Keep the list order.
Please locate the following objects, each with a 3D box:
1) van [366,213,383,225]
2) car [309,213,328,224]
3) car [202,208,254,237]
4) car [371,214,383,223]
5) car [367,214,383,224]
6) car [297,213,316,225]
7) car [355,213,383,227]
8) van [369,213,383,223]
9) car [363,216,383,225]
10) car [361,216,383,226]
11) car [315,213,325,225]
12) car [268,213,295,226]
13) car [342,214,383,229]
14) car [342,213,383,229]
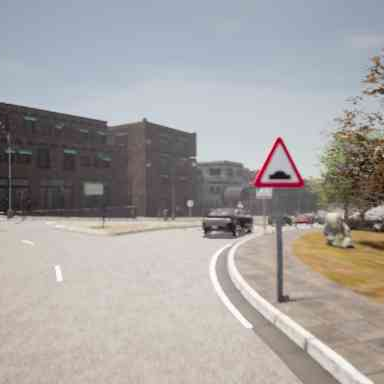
[{"bbox_3d":[33.479,4.743,58.886,4.442,1.987,1.878,-1,-4,33],"label":"van"},{"bbox_3d":[21.829,4.482,57.213,2.097,1.767,4.553,-1,-4,33],"label":"car"},{"bbox_3d":[2.190,1.688,19.102,2.128,1.511,4.902,-1,-3,25],"label":"car"},{"bbox_3d":[39.345,5.446,68.191,4.553,1.767,2.185,-1,-3,33],"label":"car"},{"bbox_3d":[34.907,5.011,61.384,4.553,1.767,2.185,-1,-4,33],"label":"car"},{"bbox_3d":[16.411,4.050,48.761,1.994,1.385,4.181,-1,-4,33],"label":"car"},{"bbox_3d":[25.928,4.004,47.384,4.553,1.767,2.185,-1,-4,33],"label":"car"},{"bbox_3d":[37.740,5.206,65.962,4.442,1.987,1.878,-1,-3,33],"label":"van"},{"bbox_3d":[31.917,4.836,56.605,4.792,1.488,2.163,-1,-4,33],"label":"car"},{"bbox_3d":[30.383,4.674,54.324,4.792,1.488,2.163,-1,-4,33],"label":"car"},{"bbox_3d":[19.390,4.043,47.387,1.994,1.385,4.181,-1,-4,33],"label":"car"},{"bbox_3d":[10.465,3.219,39.275,1.837,1.490,4.892,-1,-5,32],"label":"car"},{"bbox_3d":[20.022,3.390,38.106,4.892,1.521,2.231,-1,-4,33],"label":"car"},{"bbox_3d":[17.044,3.004,33.488,4.892,1.521,2.231,-1,-5,33],"label":"car"}]
